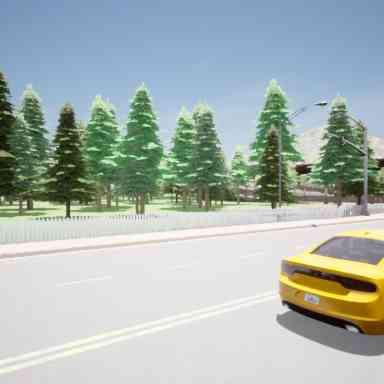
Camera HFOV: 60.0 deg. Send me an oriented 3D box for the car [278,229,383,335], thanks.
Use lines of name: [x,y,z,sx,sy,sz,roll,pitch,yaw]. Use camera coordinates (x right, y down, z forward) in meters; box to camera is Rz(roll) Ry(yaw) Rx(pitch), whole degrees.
car: [3.850,1.477,6.501,5.008,1.535,1.882,0,0,-35]
